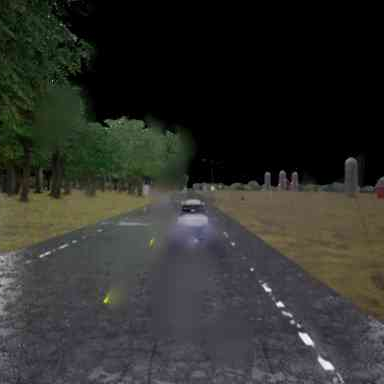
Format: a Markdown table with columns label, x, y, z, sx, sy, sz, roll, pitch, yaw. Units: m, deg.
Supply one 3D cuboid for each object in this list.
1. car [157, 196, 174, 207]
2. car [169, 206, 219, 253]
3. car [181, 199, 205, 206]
| label | x | y | z | sx | sy | sz | roll | pitch | yaw |
| --- | --- | --- | --- | --- | --- | --- | --- | --- | --- |
| car | -3.568 | 1.250 | 45.884 | 1.812 | 1.442 | 4.674 | 0 | 1 | 0 |
| car | 0.077 | 1.503 | 13.558 | 1.812 | 1.442 | 4.674 | 0 | 0 | 0 |
| car | 0.082 | 1.349 | 29.137 | 1.882 | 1.535 | 5.008 | 0 | 0 | 0 |
